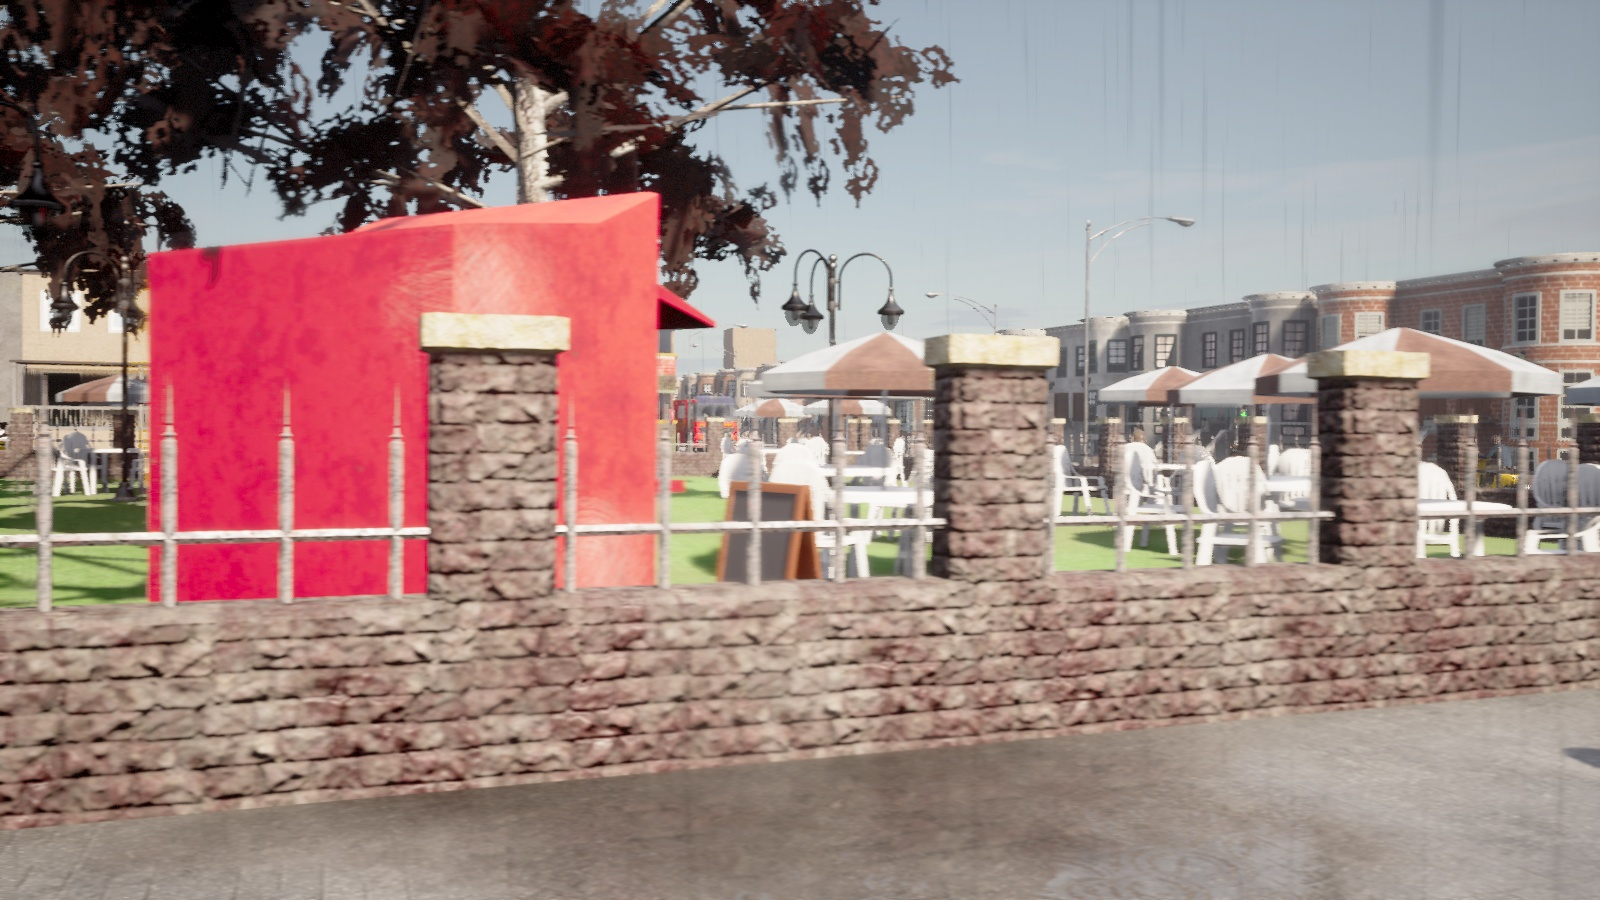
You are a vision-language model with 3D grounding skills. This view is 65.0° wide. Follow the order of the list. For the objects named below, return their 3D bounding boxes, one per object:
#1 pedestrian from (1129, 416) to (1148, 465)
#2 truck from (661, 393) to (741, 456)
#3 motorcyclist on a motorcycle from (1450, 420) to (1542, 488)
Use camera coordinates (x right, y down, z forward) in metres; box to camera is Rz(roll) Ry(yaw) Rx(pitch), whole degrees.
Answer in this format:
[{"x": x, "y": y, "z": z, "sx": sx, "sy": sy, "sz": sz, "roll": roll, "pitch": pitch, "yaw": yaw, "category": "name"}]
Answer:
[{"x": 12.645, "y": -0.363, "z": 46.864, "sx": 0.328, "sy": 1.805, "sz": 0.869, "roll": 0, "pitch": 1, "yaw": 41, "category": "pedestrian"}, {"x": -6.488, "y": -1.614, "z": 80.948, "sx": 2.891, "sy": 3.827, "sz": 8.468, "roll": -1, "pitch": 1, "yaw": -21, "category": "truck"}, {"x": 16.890, "y": 0.072, "z": 30.530, "sx": 0.866, "sy": 1.590, "sz": 1.817, "roll": -1, "pitch": 1, "yaw": -21, "category": "motorcyclist on a motorcycle"}]
